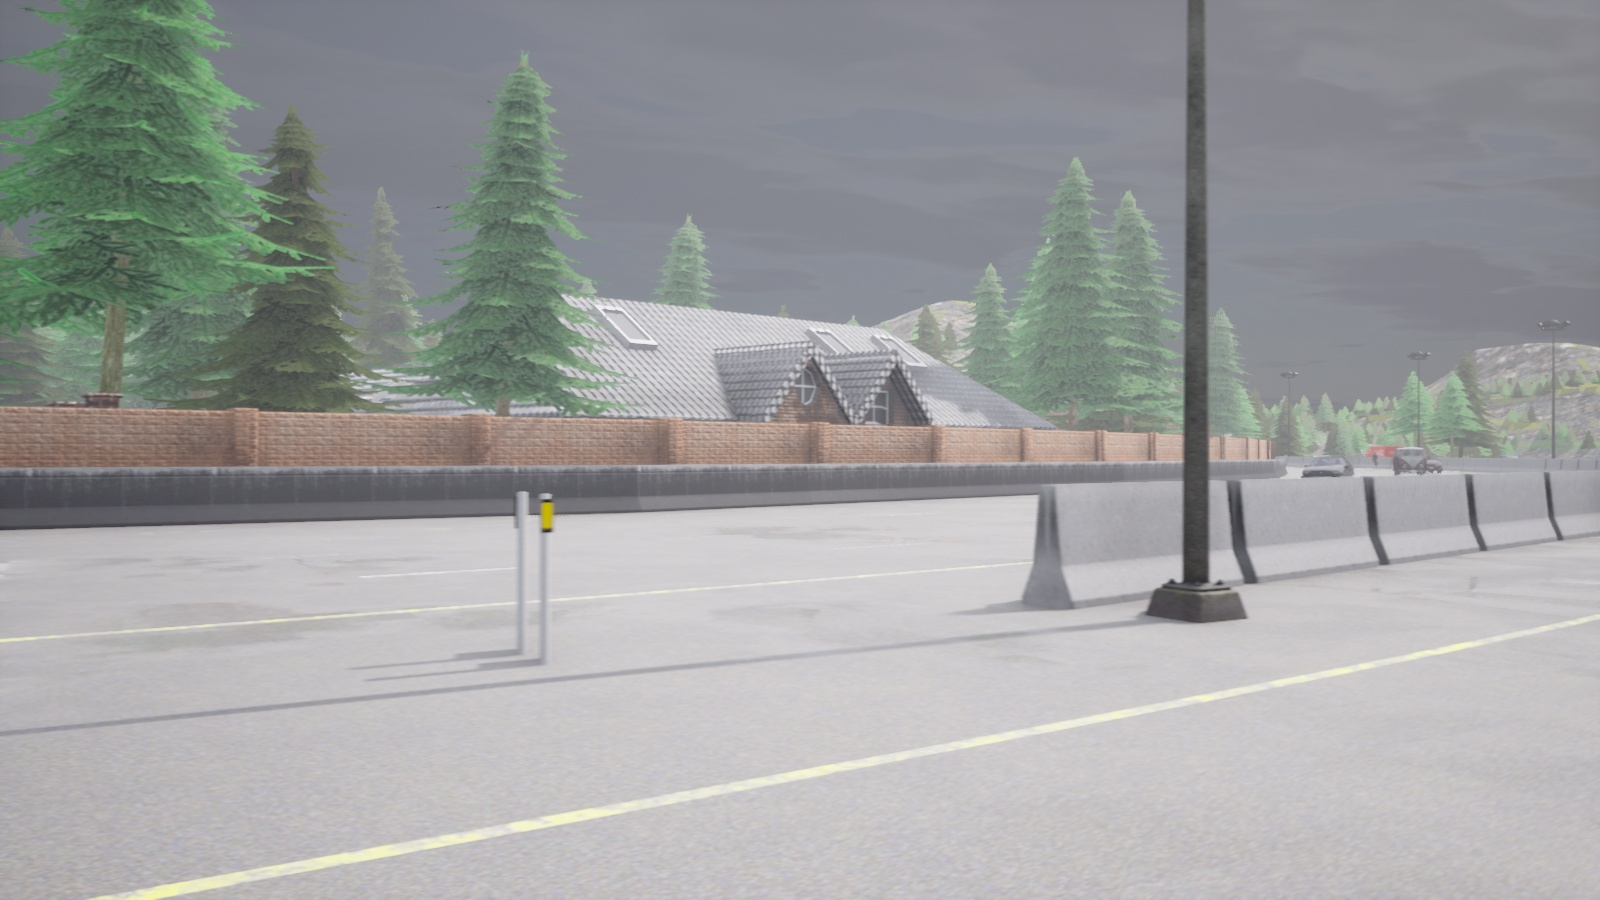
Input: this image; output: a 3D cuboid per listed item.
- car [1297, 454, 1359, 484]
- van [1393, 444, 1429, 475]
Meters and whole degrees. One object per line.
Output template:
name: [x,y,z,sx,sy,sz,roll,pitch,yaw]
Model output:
car: [26.220,0.896,62.260,2.033,1.411,5.357,0,0,32]
van: [40.804,0.626,83.938,1.775,1.987,4.442,0,0,21]
